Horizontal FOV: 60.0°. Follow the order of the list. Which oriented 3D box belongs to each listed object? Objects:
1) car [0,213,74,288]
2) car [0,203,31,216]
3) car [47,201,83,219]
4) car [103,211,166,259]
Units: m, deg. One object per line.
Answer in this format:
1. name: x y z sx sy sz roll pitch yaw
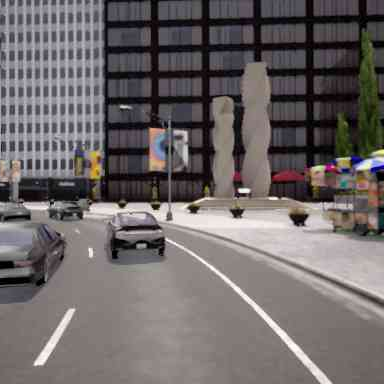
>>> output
1. car: -4.744 1.561 9.254 2.033 1.411 5.357 0 0 -13
2. car: -14.828 1.607 27.408 1.994 1.385 4.181 0 0 -42
3. car: -10.798 1.527 28.150 1.837 1.490 4.892 0 0 -40
4. car: -2.295 1.488 12.804 2.128 1.511 4.902 0 0 -17
